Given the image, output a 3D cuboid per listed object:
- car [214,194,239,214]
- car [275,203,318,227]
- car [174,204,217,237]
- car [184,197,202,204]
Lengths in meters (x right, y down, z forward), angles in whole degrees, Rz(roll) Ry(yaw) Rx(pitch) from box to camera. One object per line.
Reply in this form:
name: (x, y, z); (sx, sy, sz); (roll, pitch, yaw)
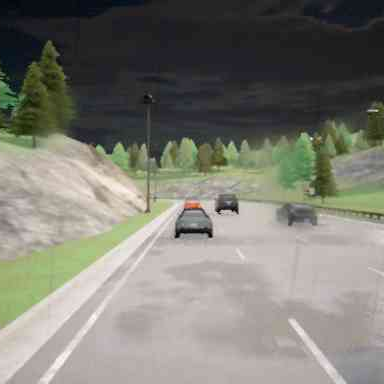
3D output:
car: (3.589, 1.212, 34.927); (2.150, 2.045, 5.566); (0, 0, 0)
car: (7.091, 1.498, 22.951); (1.837, 1.490, 4.892); (0, 0, 0)
car: (0.092, 1.559, 18.071); (1.994, 1.385, 4.181); (0, 0, 0)
car: (0.086, 1.341, 40.620); (2.097, 1.767, 4.553); (0, 0, 0)
